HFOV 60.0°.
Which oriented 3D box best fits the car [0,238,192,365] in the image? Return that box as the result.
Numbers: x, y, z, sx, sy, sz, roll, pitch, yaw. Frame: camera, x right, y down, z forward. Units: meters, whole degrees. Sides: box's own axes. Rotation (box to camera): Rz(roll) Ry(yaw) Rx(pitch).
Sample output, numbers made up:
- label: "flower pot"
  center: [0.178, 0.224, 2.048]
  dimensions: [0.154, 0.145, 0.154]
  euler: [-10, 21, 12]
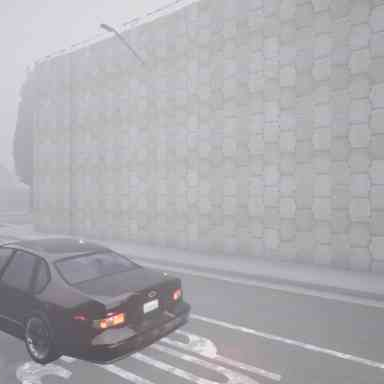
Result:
- label: "car"
  center: [-2.592, 1.547, 5.825]
  dimensions: [5.357, 1.411, 2.033]
  euler: [0, 0, 35]
